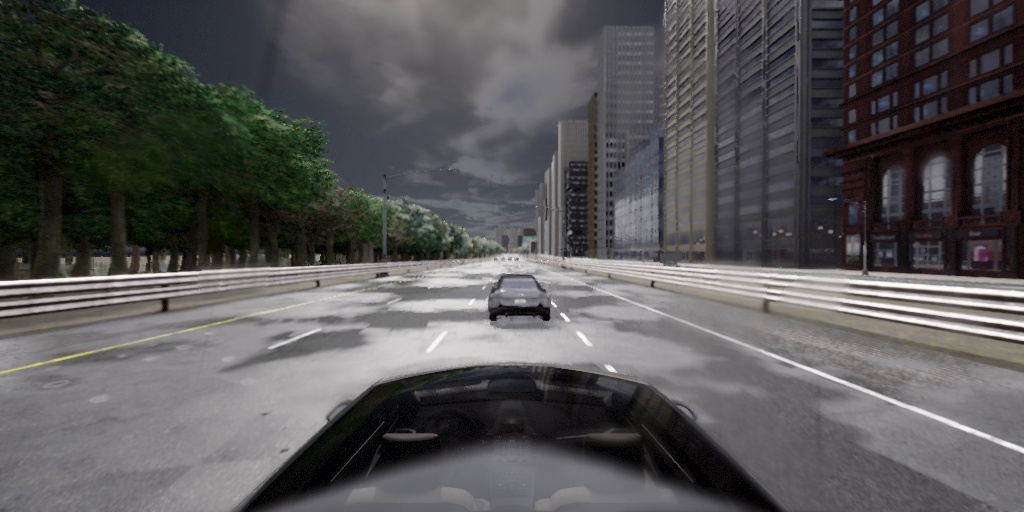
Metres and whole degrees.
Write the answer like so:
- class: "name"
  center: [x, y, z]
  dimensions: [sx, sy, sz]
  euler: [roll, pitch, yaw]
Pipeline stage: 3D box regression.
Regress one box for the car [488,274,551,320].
- class: "car"
  center: [0.202, 1.322, 12.704]
  dimensions: [1.994, 1.385, 4.181]
  euler: [0, 0, -1]
